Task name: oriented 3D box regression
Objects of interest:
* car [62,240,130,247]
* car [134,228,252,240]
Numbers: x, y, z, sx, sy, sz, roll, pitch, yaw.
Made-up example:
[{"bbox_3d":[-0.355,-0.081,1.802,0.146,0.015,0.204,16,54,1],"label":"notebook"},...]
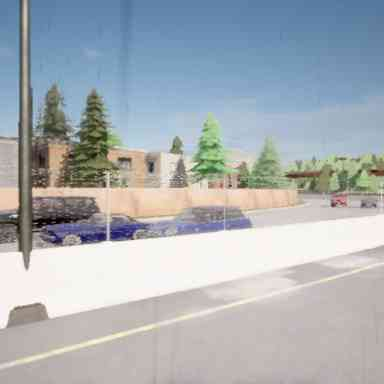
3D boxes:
[{"bbox_3d":[-3.858,1.590,14.200,4.718,1.301,1.895,0,0,-36],"label":"car"},{"bbox_3d":[0.305,1.336,12.998,4.553,1.767,2.097,0,0,-38],"label":"car"}]
